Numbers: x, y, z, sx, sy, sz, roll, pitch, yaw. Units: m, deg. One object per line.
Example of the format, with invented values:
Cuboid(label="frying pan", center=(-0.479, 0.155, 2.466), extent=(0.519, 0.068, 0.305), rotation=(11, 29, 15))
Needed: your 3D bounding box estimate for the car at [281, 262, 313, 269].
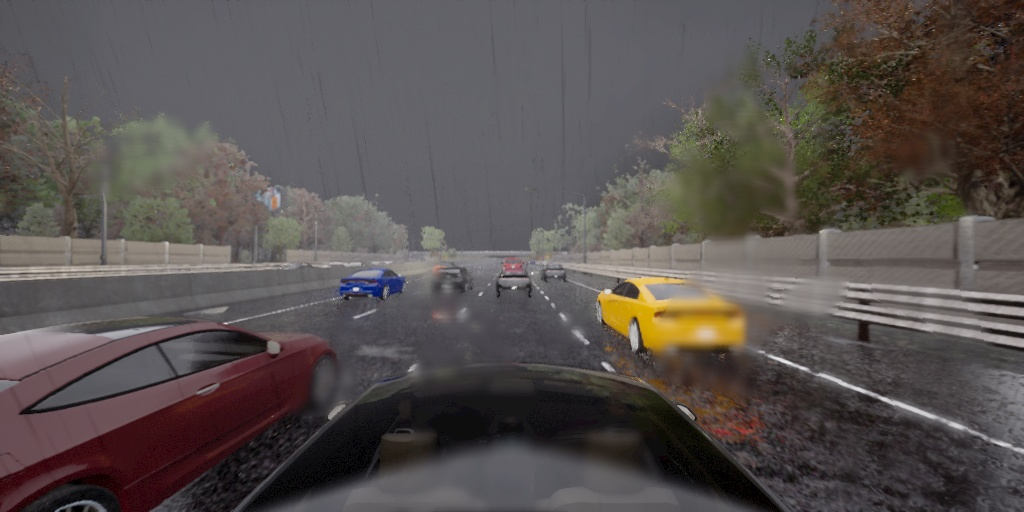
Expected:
Cuboid(label="car", center=(-28.071, 1.571, 46.849), extent=(2.128, 1.511, 4.902), rotation=(0, 0, 0))

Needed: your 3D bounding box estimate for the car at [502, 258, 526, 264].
Cuboid(label="car", center=(0.107, 1.239, 38.476), extent=(2.150, 2.045, 5.566), rotation=(0, 0, 0))

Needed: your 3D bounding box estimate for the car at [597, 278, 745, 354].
Cuboid(label="car", center=(3.503, 1.278, 8.935), extent=(1.882, 1.535, 5.008), rotation=(0, 0, 0))

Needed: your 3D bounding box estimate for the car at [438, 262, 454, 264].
Cuboid(label="car", center=(-6.891, 1.367, 38.187), extent=(2.097, 1.767, 4.553), rotation=(0, 0, 0))

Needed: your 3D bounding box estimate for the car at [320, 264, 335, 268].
Cuboid(label="car", center=(-24.567, 1.701, 49.553), extent=(1.895, 1.301, 4.718), rotation=(0, 0, 0))

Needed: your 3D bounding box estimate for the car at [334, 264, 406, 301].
Cuboid(label="car", center=(-6.893, 1.346, 18.321), extent=(1.882, 1.535, 5.008), rotation=(0, 0, 0))

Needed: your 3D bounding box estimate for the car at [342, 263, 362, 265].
Cuboid(label="car", center=(-21.073, 1.614, 47.988), extent=(1.812, 1.442, 4.674), rotation=(0, 0, 0))

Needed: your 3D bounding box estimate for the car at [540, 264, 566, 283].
Cuboid(label="car", center=(3.507, 1.453, 31.017), extent=(2.128, 1.511, 4.902), rotation=(0, 0, 0))

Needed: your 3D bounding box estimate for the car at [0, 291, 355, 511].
Cuboid(label="car", center=(-3.399, 1.287, 3.256), extent=(1.812, 1.442, 4.674), rotation=(0, 0, 0))

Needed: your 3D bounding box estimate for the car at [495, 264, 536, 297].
Cuboid(label="car", center=(0.105, 1.372, 20.053), extent=(2.128, 1.511, 4.902), rotation=(0, 0, 0))

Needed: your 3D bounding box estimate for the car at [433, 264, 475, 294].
Cuboid(label="car", center=(-3.395, 1.395, 21.267), extent=(1.837, 1.490, 4.892), rotation=(0, 0, 0))
